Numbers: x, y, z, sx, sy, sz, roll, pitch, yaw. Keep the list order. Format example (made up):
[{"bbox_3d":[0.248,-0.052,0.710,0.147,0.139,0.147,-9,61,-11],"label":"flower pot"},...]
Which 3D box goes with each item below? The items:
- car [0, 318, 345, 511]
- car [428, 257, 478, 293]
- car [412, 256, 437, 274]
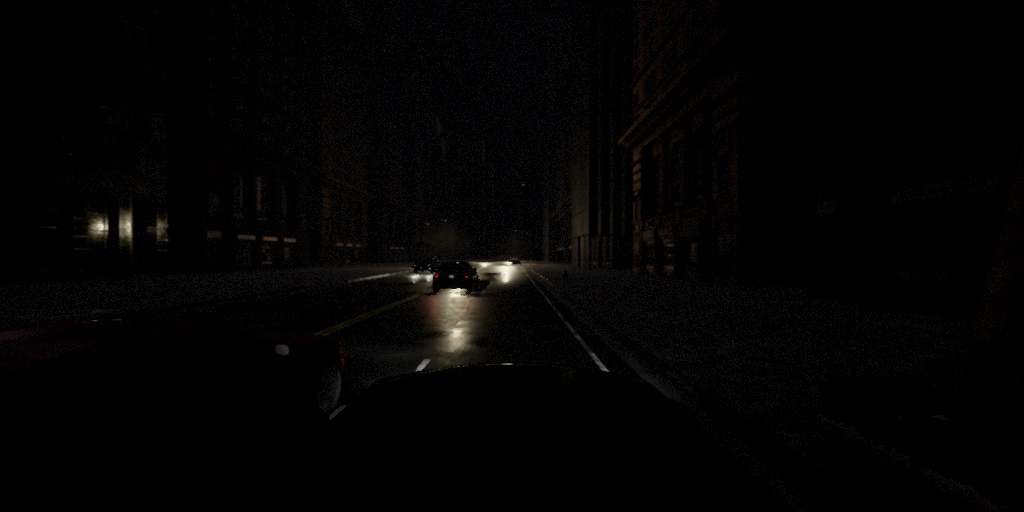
[{"bbox_3d":[-3.151,1.227,2.806,1.882,1.535,5.008,0,0,0],"label":"car"},{"bbox_3d":[-3.154,1.100,20.809,2.097,1.767,4.553,0,0,0],"label":"car"},{"bbox_3d":[-9.841,0.971,41.625,2.150,2.045,5.566,0,0,0],"label":"car"}]
